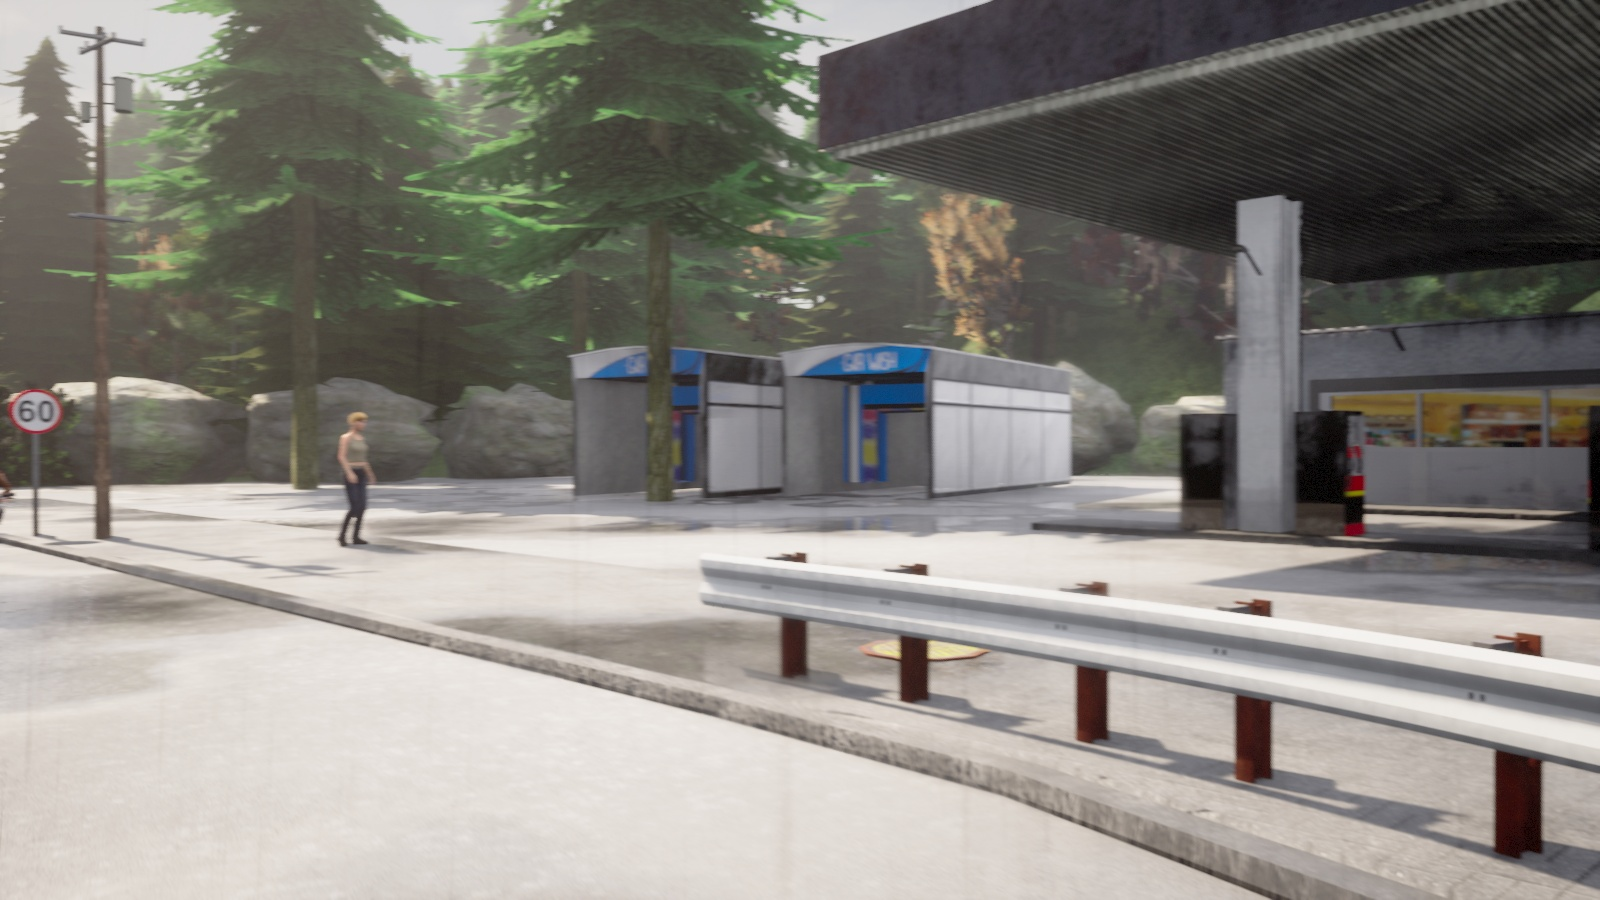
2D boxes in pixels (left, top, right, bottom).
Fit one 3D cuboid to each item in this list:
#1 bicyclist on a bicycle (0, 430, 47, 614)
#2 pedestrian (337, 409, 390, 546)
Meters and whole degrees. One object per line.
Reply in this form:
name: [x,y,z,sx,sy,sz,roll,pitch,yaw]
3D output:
bicyclist on a bicycle: [-7.578,0.630,11.512,0.866,1.612,1.509,-1,0,-43]
pedestrian: [-5.934,0.369,17.065,0.594,1.836,0.345,0,0,22]
